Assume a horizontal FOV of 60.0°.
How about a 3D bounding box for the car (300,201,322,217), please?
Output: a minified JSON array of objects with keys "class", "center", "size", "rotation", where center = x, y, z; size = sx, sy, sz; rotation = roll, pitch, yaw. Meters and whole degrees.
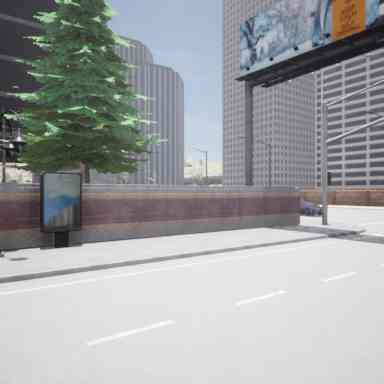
[{"class":"car","center":[10.691,1.563,31.528],"size":[1.994,1.385,4.181],"rotation":[0,0,-35]}]
